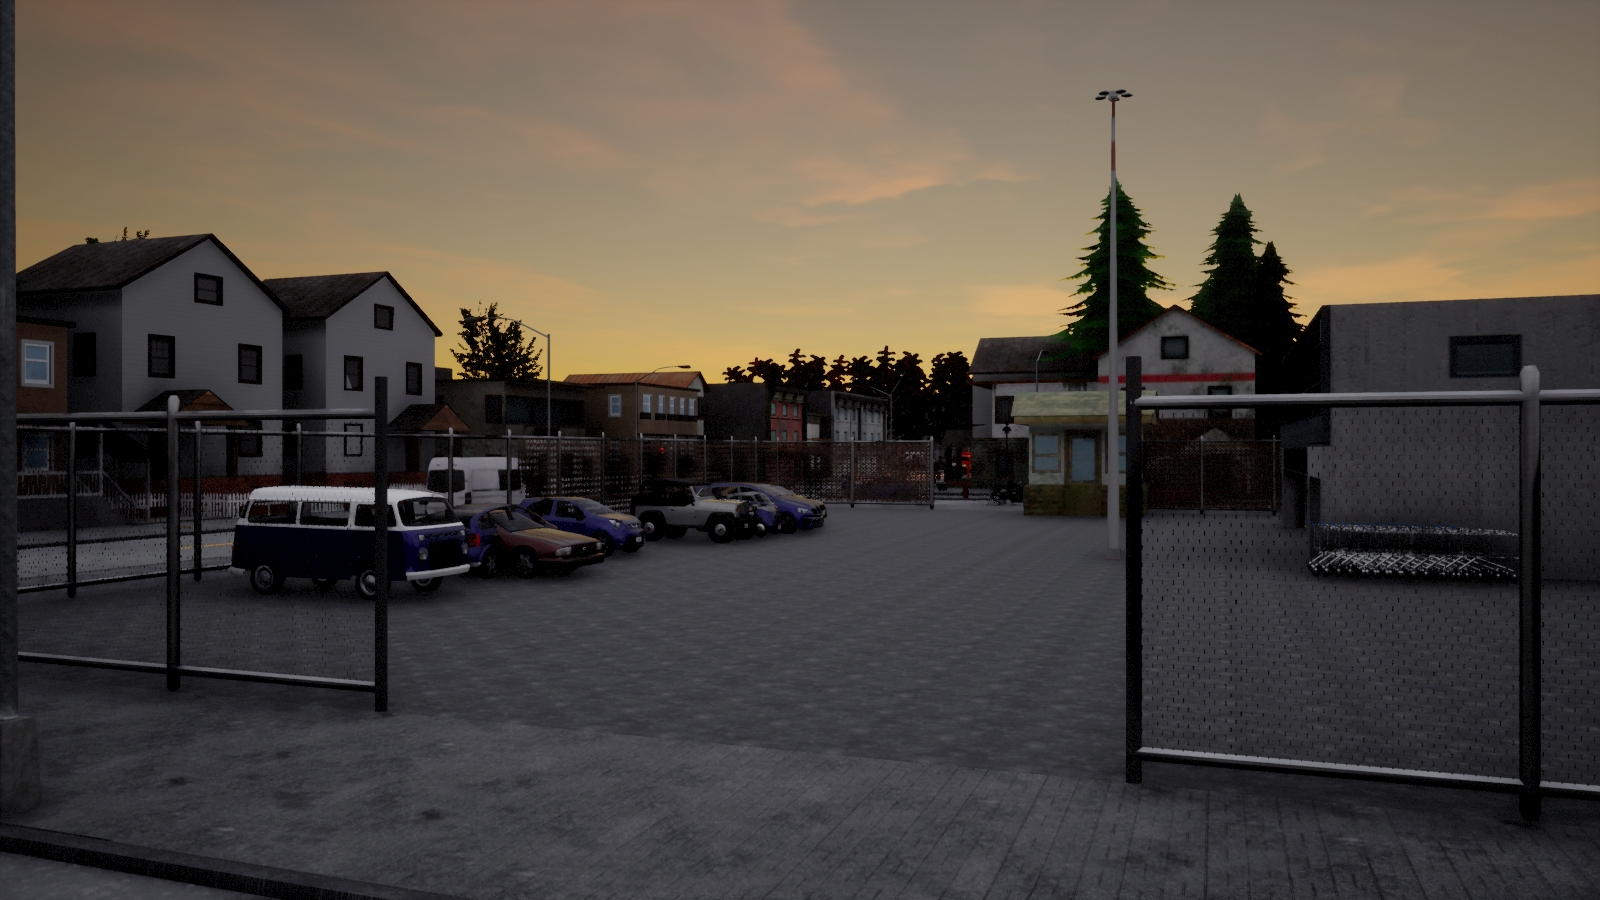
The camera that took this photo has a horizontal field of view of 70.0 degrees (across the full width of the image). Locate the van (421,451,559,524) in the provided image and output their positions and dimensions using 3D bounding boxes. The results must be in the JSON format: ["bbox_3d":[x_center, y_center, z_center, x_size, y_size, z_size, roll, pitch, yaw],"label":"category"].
[{"bbox_3d":[-11.617,1.319,43.360,1.988,2.561,5.915,0,0,20],"label":"van"}]

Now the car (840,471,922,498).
[{"bbox_3d":[4.504,1.902,63.445,4.181,1.385,1.994,0,0,20],"label":"car"}]

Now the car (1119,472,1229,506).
[{"bbox_3d":[17.799,1.842,54.339,4.892,1.480,2.231,0,0,20],"label":"car"}]

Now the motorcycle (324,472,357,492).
[{"bbox_3d":[-28.558,1.970,71.018,1.805,1.236,0.856,0,0,18],"label":"motorcycle"}]
